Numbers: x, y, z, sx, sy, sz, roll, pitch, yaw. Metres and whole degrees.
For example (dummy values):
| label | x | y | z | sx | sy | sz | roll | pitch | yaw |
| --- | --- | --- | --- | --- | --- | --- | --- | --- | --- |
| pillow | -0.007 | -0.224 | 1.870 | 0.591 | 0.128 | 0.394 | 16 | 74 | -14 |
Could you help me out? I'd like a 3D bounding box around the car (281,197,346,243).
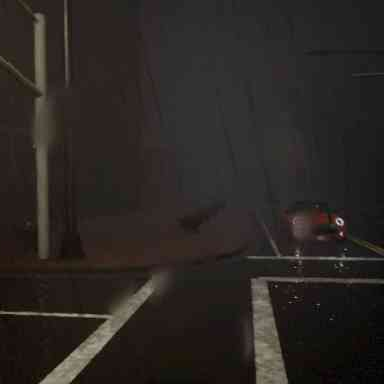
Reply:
| label | x | y | z | sx | sy | sz | roll | pitch | yaw |
| --- | --- | --- | --- | --- | --- | --- | --- | --- | --- |
| car | 5.228 | 1.147 | 14.825 | 2.097 | 1.767 | 4.553 | -1 | 0 | 9 |
